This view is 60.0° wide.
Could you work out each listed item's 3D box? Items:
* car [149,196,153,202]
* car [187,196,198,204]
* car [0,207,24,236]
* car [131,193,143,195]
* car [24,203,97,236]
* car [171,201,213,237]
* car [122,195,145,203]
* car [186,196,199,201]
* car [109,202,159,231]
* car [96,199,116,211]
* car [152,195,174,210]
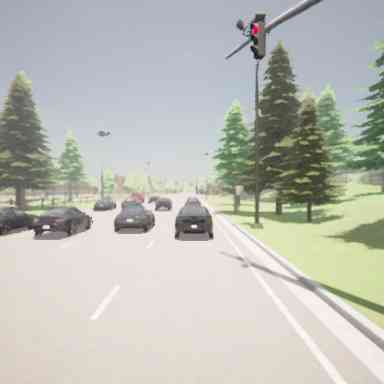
[{"bbox_3d":[-6.930,1.420,62.156,1.837,1.490,4.892,0,1,0],"label":"car"},{"bbox_3d":[0.070,1.477,62.706,1.994,1.385,4.181,0,0,0],"label":"car"},{"bbox_3d":[-10.401,1.522,18.263,2.033,1.411,5.357,0,0,0],"label":"car"},{"bbox_3d":[-10.502,1.132,64.063,2.150,2.045,5.566,0,0,0],"label":"car"},{"bbox_3d":[-6.901,1.500,18.060,1.812,1.442,4.674,0,0,0],"label":"car"},{"bbox_3d":[0.100,1.453,17.932,1.882,1.535,5.008,0,0,0],"label":"car"},{"bbox_3d":[-6.901,1.438,38.266,2.128,1.511,4.902,0,0,0],"label":"car"},{"bbox_3d":[0.099,1.439,37.804,2.128,1.511,4.902,0,0,0],"label":"car"},{"bbox_3d":[-3.401,1.536,20.247,1.994,1.385,4.181,0,0,0],"label":"car"},{"bbox_3d":[-10.401,1.508,40.145,1.994,1.385,4.181,0,0,0],"label":"car"},{"bbox_3d":[-3.401,1.448,40.809,1.837,1.490,4.892,0,0,0],"label":"car"}]
